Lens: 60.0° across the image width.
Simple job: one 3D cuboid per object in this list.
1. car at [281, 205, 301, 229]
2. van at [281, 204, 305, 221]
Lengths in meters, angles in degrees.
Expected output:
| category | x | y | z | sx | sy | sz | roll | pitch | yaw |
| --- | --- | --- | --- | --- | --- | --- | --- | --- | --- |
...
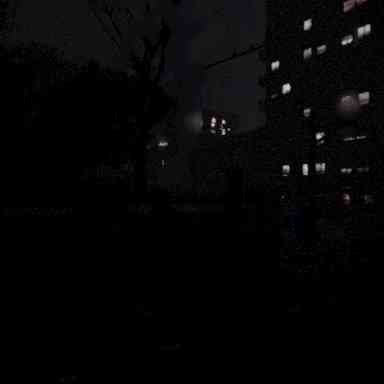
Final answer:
| category | x | y | z | sx | sy | sz | roll | pitch | yaw |
| --- | --- | --- | --- | --- | --- | --- | --- | --- | --- |
| car | 5.526 | 2.009 | 25.695 | 1.882 | 1.535 | 5.008 | 1 | -1 | -37 |
| van | 8.618 | 1.972 | 31.261 | 1.690 | 1.788 | 3.998 | 0 | -1 | -36 |
